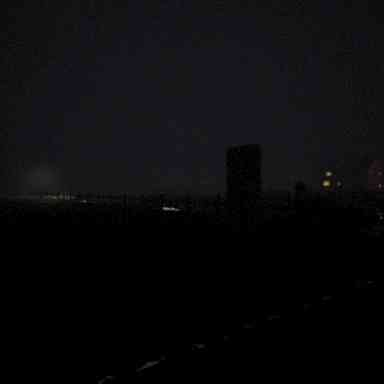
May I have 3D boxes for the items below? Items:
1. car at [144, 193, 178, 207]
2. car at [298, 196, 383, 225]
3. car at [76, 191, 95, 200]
[{"bbox_3d":[-3.283,0.844,34.603,1.994,1.385,4.181,-1,1,-36],"label":"car"},{"bbox_3d":[8.249,0.998,19.005,2.128,1.511,4.902,-1,2,-36],"label":"car"},{"bbox_3d":[-17.219,0.570,53.453,1.812,1.442,4.674,-1,1,-36],"label":"car"}]
